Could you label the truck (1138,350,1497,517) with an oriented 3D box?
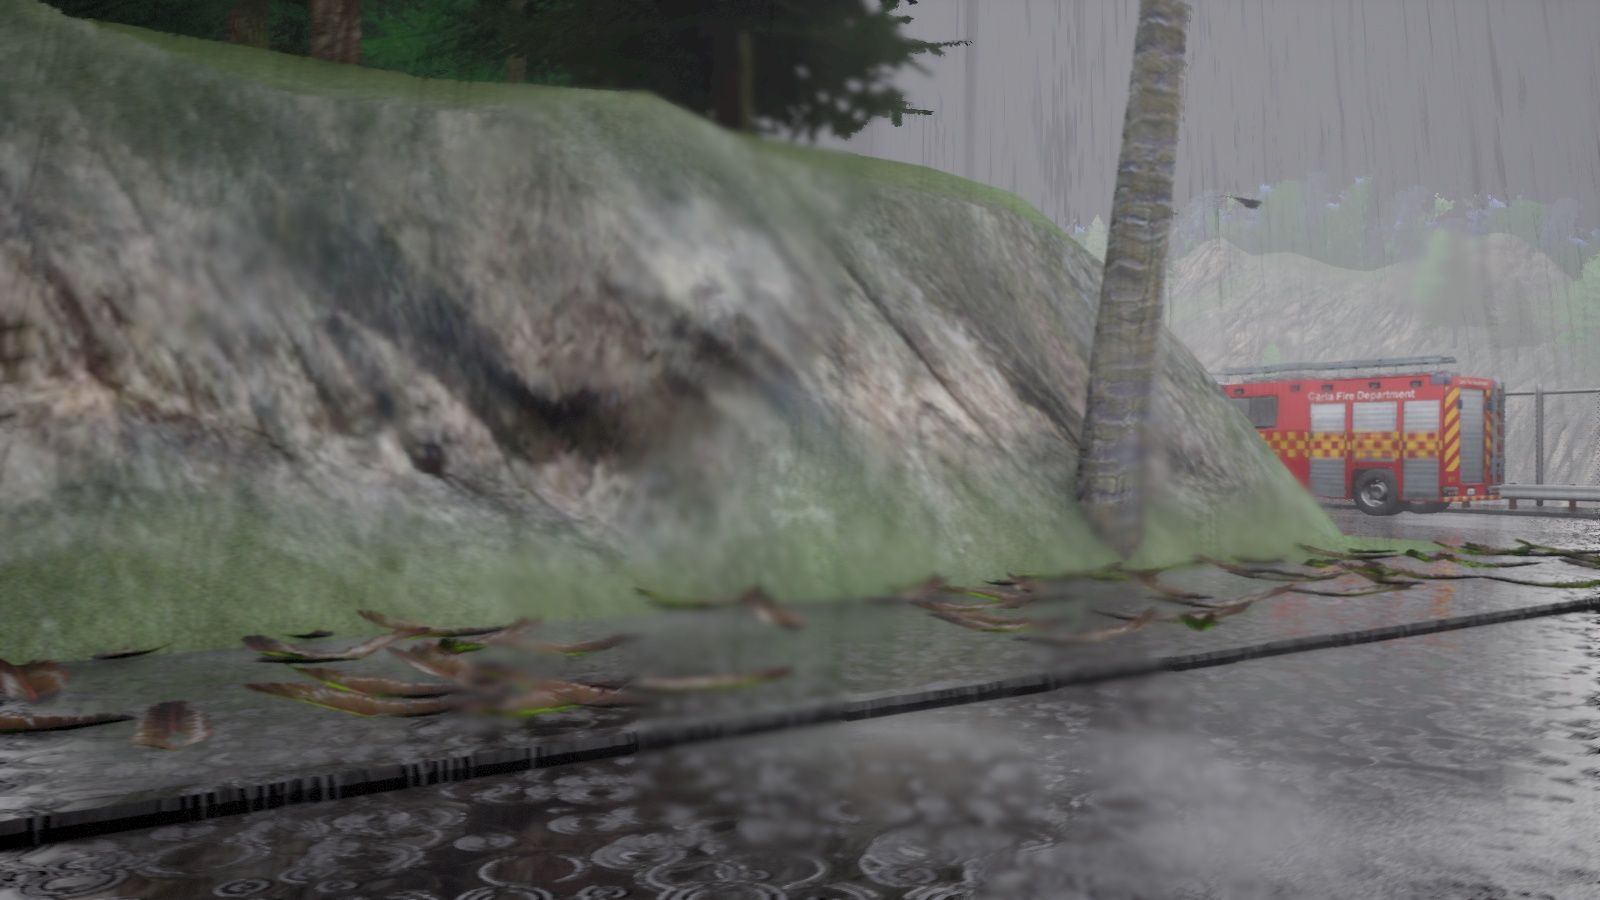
[{"bbox_3d":[13.270,-0.367,33.103,2.891,3.827,8.468,0,0,-36],"label":"truck"}]
